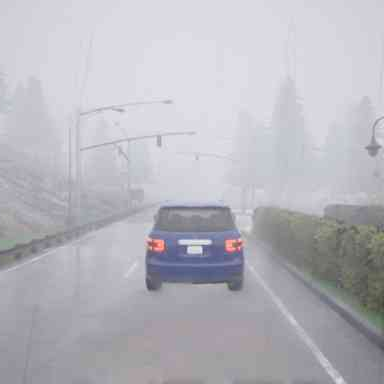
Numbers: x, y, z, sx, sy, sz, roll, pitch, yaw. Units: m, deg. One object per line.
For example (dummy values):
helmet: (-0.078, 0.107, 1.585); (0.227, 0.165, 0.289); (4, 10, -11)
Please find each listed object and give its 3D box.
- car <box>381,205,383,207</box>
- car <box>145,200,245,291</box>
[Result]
car: (20.212, 1.380, 30.750); (5.566, 2.045, 2.150); (0, 0, 0)
car: (0.074, 1.220, 9.143); (2.150, 2.045, 5.566); (0, 0, 0)
